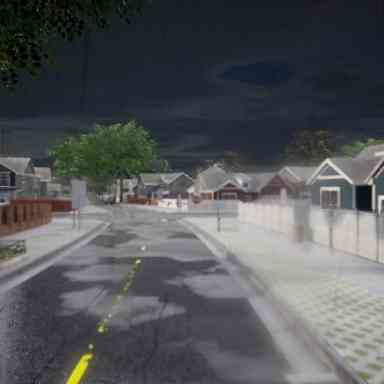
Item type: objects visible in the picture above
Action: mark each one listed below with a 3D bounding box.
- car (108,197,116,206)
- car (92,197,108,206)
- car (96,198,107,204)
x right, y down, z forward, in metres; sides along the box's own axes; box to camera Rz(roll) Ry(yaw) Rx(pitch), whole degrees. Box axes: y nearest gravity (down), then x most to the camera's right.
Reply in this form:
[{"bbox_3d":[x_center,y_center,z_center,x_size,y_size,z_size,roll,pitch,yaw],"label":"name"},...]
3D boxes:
[{"bbox_3d":[-19.192,2.088,76.869,2.150,2.045,5.566,0,0,-25],"label":"car"},{"bbox_3d":[-20.872,2.224,74.021,2.097,1.767,4.553,0,0,-26],"label":"car"},{"bbox_3d":[-23.539,2.352,86.263,2.128,1.511,4.902,0,-1,-23],"label":"car"}]
